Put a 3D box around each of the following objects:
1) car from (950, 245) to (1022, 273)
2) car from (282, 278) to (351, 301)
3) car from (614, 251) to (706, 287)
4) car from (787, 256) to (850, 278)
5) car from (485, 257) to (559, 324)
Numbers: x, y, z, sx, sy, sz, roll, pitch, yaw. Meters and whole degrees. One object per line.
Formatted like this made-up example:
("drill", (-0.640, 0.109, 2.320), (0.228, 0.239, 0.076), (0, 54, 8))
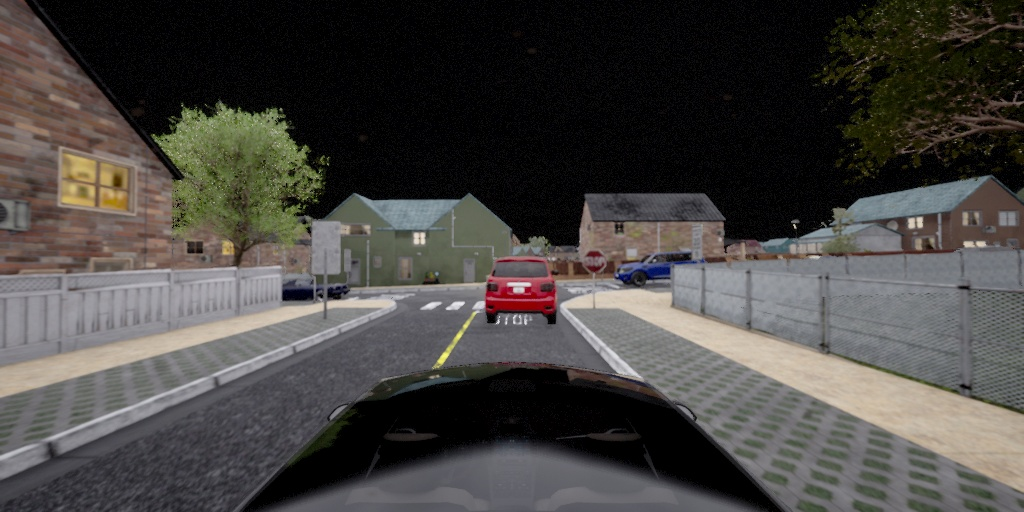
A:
("car", (28.993, 0.210, 22.565), (4.553, 1.767, 2.097), (-2, -1, 0))
("car", (-11.609, 1.892, 19.895), (4.718, 1.301, 1.895), (-2, -1, 0))
("car", (9.328, 0.782, 22.597), (5.566, 2.045, 2.150), (-2, -1, -2))
("car", (19.122, 0.733, 22.628), (4.674, 1.442, 1.812), (-2, -1, 0))
("car", (0.450, 1.072, 12.613), (2.150, 2.045, 5.566), (0, -1, 5))
